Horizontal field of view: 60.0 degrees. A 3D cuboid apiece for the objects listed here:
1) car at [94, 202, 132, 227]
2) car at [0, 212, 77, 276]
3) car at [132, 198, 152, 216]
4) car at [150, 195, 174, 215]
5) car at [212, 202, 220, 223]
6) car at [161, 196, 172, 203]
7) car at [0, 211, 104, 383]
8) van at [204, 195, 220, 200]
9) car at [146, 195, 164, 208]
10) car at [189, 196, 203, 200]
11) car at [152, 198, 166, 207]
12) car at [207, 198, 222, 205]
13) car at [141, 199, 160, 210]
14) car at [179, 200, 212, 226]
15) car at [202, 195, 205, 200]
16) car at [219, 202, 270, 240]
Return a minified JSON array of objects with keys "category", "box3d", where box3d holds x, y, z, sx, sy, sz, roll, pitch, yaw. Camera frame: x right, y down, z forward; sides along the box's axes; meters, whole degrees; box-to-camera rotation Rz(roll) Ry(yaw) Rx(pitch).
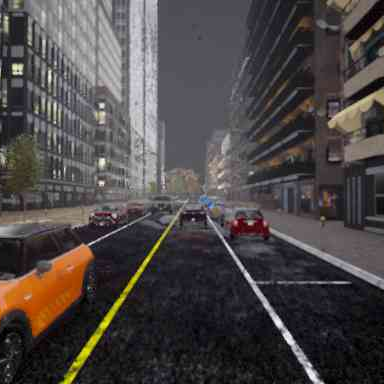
[{"category":"car","box3d":[-5.674,1.512,22.940,1.967,1.590,4.097,1,0,0]},{"category":"car","box3d":[-5.677,1.562,11.456,1.752,1.417,4.829,1,0,0]},{"category":"car","box3d":[-5.674,1.652,34.255,1.887,1.381,4.507,1,0,0]},{"category":"car","box3d":[-3.091,1.334,35.845,2.150,2.045,5.566,0,0,0]},{"category":"car","box3d":[2.704,1.638,22.945,1.947,1.339,4.313,1,0,0]},{"category":"car","box3d":[-5.669,1.673,73.856,1.967,1.590,4.097,1,0,0]},{"category":"car","box3d":[-3.086,1.369,5.186,2.097,1.767,4.553,0,0,0]},{"category":"van","box3d":[2.709,1.466,39.918,1.690,1.788,3.998,1,0,0]},{"category":"car","box3d":[-5.669,1.476,51.227,2.192,1.841,5.009,1,0,0]},{"category":"car","box3d":[0.105,1.689,45.353,2.033,1.411,5.357,0,0,0]},{"category":"car","box3d":[-5.673,1.745,56.884,1.947,1.339,4.313,1,0,0]},{"category":"car","box3d":[2.706,1.633,34.431,1.752,1.417,4.829,1,0,0]},{"category":"car","box3d":[-5.673,1.694,45.569,2.008,1.369,4.403,1,0,0]},{"category":"car","box3d":[0.093,1.568,23.766,2.128,1.511,4.902,0,0,0]},{"category":"car","box3d":[2.708,1.583,45.575,1.967,1.590,4.097,1,0,0]},{"category":"car","box3d":[2.706,1.495,17.289,1.967,1.590,4.097,1,0,0]}]
